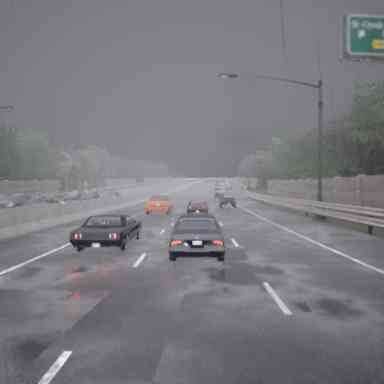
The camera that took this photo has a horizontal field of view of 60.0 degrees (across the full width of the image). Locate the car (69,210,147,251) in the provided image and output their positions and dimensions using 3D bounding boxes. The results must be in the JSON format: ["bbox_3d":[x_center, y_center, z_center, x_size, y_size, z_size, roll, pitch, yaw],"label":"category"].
[{"bbox_3d":[-3.301,1.545,13.769,1.895,1.301,4.718,0,0,1],"label":"car"}]

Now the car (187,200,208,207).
[{"bbox_3d":[0.535,1.360,30.710,1.895,1.301,4.718,0,1,2],"label":"car"}]

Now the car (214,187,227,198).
[{"bbox_3d":[5.335,0.405,64.481,1.882,1.535,5.008,0,2,3],"label":"car"}]

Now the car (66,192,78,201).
[{"bbox_3d":[-19.656,0.775,55.869,1.812,1.442,4.674,0,1,3],"label":"car"}]

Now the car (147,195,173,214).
[{"bbox_3d":[-2.943,1.103,31.347,2.097,1.767,4.553,0,1,2],"label":"car"}]

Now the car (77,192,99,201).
[{"bbox_3d":[-16.262,0.813,53.780,1.837,1.490,4.892,0,1,3],"label":"car"}]

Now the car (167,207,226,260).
[{"bbox_3d":[0.179,1.504,12.154,2.033,1.411,5.357,0,0,1],"label":"car"}]

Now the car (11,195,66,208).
[{"bbox_3d":[-13.682,1.259,29.958,2.128,1.511,4.902,0,1,2],"label":"car"}]

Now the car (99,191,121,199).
[{"bbox_3d":[-12.785,0.669,53.249,2.097,1.767,4.553,0,2,3],"label":"car"}]

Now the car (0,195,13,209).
[{"bbox_3d":[-17.123,1.093,32.017,2.097,1.767,4.553,0,1,2],"label":"car"}]

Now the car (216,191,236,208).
[{"bbox_3d":[4.196,1.034,39.806,1.837,1.490,4.892,0,1,2],"label":"car"}]
